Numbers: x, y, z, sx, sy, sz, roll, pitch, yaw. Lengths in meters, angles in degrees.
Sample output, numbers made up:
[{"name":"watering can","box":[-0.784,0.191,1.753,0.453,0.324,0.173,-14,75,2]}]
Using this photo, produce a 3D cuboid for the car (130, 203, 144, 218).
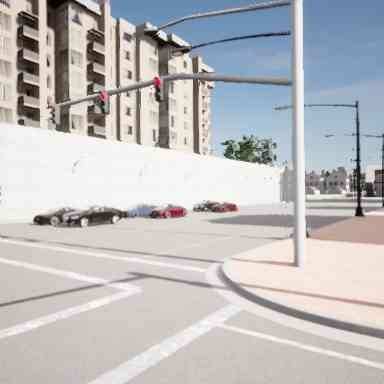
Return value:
[{"name":"car","box":[-5.231,1.867,34.337,2.033,1.411,5.357,-1,-1,36]}]

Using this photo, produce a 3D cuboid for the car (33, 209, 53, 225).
[{"name":"car","box":[-10.558,1.884,26.909,1.994,1.385,4.181,-1,-1,35]}]

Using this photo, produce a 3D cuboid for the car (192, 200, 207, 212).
[{"name":"car","box":[1.945,1.811,44.313,2.128,1.511,4.902,-1,-1,36]}]

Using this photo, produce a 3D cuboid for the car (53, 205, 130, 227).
[{"name":"car","box":[-7.462,1.765,25.233,2.128,1.511,4.902,-1,-1,36]}]

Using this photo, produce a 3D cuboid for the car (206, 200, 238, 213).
[{"name":"car","box":[4.063,1.836,41.251,1.994,1.385,4.181,-1,-1,36]}]

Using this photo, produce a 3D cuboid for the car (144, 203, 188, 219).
[{"name":"car","box":[-2.264,1.837,32.460,1.994,1.385,4.181,-1,-1,36]}]
